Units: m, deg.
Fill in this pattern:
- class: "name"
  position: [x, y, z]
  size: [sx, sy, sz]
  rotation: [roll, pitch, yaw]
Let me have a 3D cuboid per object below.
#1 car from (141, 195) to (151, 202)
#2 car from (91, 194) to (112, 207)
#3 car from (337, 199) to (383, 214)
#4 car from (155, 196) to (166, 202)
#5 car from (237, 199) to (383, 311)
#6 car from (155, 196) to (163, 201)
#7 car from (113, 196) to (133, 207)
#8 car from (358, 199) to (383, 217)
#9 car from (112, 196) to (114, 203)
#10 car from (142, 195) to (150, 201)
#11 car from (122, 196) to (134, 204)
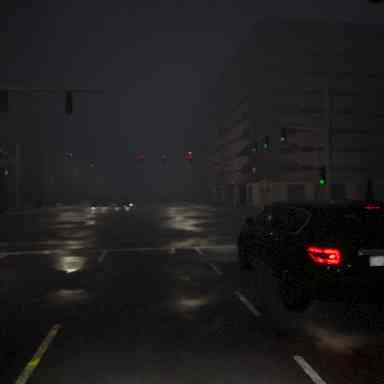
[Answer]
- class: "car"
  position: [-10.531, 1.543, 75.793]
  size: [1.812, 1.442, 4.674]
  rotation: [0, 0, -8]
- class: "car"
  position: [-14.236, 1.279, 51.819]
  size: [2.150, 2.045, 5.566]
  rotation: [0, 0, -8]
- class: "car"
  position: [17.516, 1.460, 34.009]
  size: [4.674, 1.442, 1.812]
  rotation: [0, 0, -8]
- class: "car"
  position: [-7.122, 1.551, 76.682]
  size: [1.994, 1.385, 4.181]
  rotation: [0, 0, -8]
- class: "car"
  position: [2.675, 1.200, 7.942]
  size: [2.150, 2.045, 5.566]
  rotation: [0, 0, -6]
- class: "car"
  position: [-8.529, 1.595, 86.526]
  size: [1.895, 1.301, 4.718]
  rotation: [0, 0, -8]
- class: "car"
  position: [-10.717, 1.513, 51.896]
  size: [1.882, 1.535, 5.008]
  rotation: [0, 0, -8]
- class: "car"
  position: [18.049, 1.438, 30.550]
  size: [4.892, 1.490, 1.837]
  rotation: [0, 0, -8]
- class: "car"
  position: [-16.393, 1.538, 67.329]
  size: [1.882, 1.535, 5.008]
  rotation: [0, 0, -8]
- class: "car"
  position: [-11.990, 1.572, 86.000]
  size: [1.994, 1.385, 4.181]
  rotation: [0, 0, -8]
- class: "car"
  position: [-12.880, 1.561, 67.483]
  size: [2.128, 1.511, 4.902]
  rotation: [0, 0, -8]
